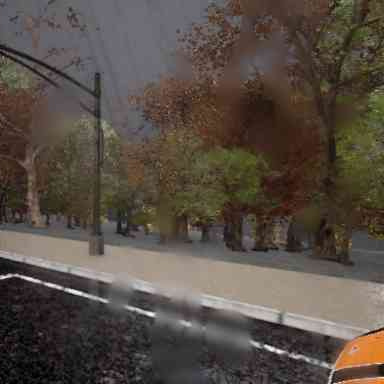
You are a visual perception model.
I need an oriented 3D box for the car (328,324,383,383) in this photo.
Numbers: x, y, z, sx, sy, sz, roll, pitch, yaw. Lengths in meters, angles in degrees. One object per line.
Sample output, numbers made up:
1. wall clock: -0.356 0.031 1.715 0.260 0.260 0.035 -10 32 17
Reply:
1. car: 2.993 1.355 1.551 4.553 1.767 2.097 0 0 36
